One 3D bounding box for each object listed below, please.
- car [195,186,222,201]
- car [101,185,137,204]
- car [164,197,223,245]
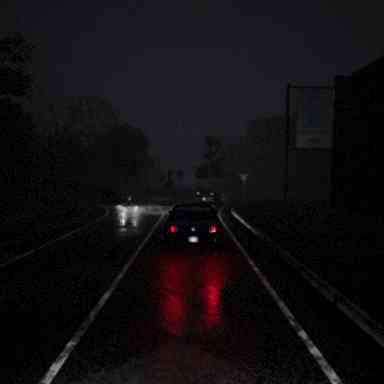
[{"bbox_3d":[1.495,0.244,29.105,2.128,1.511,4.902,1,3,12],"label":"car"},{"bbox_3d":[-6.478,0.185,29.240,2.128,1.511,4.902,-1,4,-35],"label":"car"},{"bbox_3d":[0.056,1.079,12.490,1.895,1.301,4.718,0,3,0],"label":"car"}]
